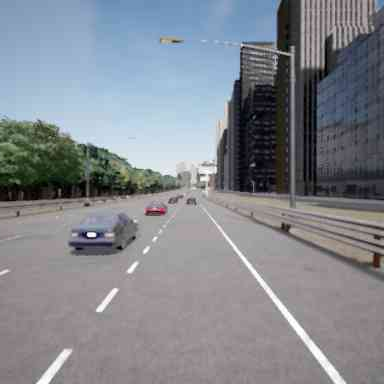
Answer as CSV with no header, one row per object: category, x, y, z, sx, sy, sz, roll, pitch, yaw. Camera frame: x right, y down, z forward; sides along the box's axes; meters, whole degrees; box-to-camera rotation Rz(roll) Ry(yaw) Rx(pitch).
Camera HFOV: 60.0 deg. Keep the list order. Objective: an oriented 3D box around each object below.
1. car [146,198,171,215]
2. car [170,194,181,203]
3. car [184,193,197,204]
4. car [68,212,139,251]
car,-3.573,1.582,34.150,1.994,1.385,4.181,0,0,0
car,-3.765,1.553,68.678,1.837,1.490,4.892,0,0,0
car,-0.130,1.549,63.601,1.837,1.490,4.892,0,0,0
car,-3.515,1.551,14.125,2.033,1.411,5.357,0,0,0
